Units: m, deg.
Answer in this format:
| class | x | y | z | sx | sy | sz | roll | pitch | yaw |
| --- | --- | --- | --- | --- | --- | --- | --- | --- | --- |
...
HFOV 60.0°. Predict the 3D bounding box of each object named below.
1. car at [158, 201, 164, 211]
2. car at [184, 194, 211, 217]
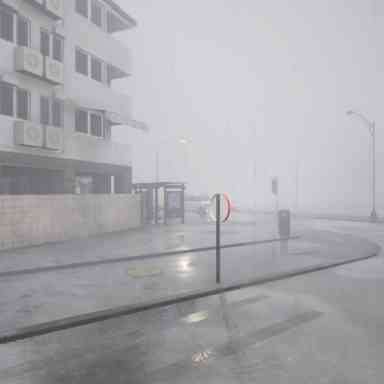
| class | x | y | z | sx | sy | sz | roll | pitch | yaw |
| --- | --- | --- | --- | --- | --- | --- | --- | --- | --- |
| car | -5.027 | 1.526 | 39.636 | 1.812 | 1.442 | 4.674 | 0 | 0 | -35 |
| car | 0.652 | 1.221 | 31.642 | 2.150 | 2.045 | 5.566 | 0 | 0 | -35 |
